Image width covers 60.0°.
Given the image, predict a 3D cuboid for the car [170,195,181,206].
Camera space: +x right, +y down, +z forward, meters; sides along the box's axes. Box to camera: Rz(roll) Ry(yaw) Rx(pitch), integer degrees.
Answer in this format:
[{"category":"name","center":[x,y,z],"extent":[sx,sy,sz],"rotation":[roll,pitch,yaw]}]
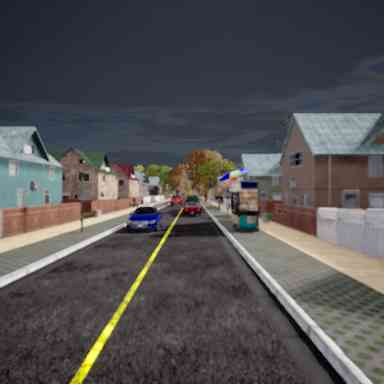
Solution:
[{"category":"car","center":[-2.833,1.507,61.302],"extent":[2.150,2.045,5.566],"rotation":[0,0,1]}]

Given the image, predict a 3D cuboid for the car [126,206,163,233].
[{"category":"car","center":[-2.858,1.627,20.750],"extent":[1.812,1.442,4.674],"rotation":[0,0,0]}]

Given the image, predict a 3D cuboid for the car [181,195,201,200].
[{"category":"car","center":[-0.008,1.439,45.459],"extent":[2.150,2.045,5.566],"rotation":[0,0,0]}]

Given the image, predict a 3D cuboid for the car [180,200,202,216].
[{"category":"car","center":[0.035,1.767,34.671],"extent":[1.895,1.301,4.718],"rotation":[0,0,0]}]

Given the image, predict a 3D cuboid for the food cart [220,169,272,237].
[{"category":"food cart","center":[3.012,0.562,19.662],"extent":[2.280,3.560,4.660],"rotation":[1,0,0]}]
